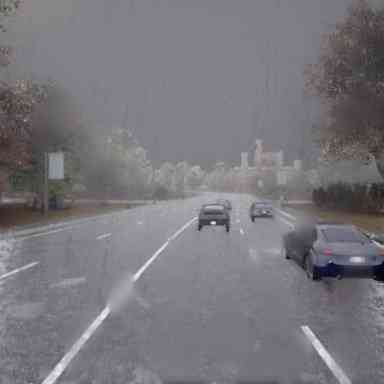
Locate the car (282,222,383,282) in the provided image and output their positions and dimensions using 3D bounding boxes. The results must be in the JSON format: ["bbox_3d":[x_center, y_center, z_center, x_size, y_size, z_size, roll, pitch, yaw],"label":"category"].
[{"bbox_3d":[4.028,1.569,9.869,1.994,1.385,4.181,0,0,3],"label":"car"}]

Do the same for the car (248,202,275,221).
[{"bbox_3d":[5.582,1.527,26.896,2.033,1.411,5.357,0,0,7],"label":"car"}]

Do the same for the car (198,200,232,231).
[{"bbox_3d":[1.409,1.487,20.784,1.837,1.490,4.892,0,-1,6],"label":"car"}]
